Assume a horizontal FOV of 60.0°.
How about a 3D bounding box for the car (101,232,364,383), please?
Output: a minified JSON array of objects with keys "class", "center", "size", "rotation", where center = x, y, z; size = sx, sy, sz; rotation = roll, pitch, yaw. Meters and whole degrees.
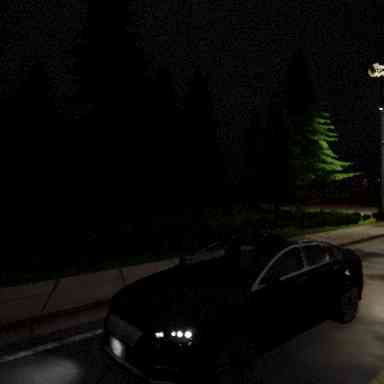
[{"class":"car","center":[1.012,1.474,5.354],"size":[4.902,1.511,2.128],"rotation":[0,0,-41]}]
